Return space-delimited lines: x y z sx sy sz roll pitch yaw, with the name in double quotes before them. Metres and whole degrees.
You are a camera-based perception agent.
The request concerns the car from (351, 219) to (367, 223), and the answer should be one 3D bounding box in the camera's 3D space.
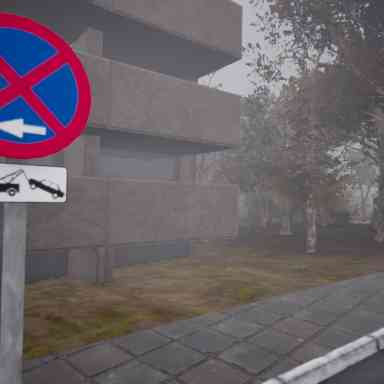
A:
"car" 22.073 3.118 46.042 2.150 2.045 5.566 1 -3 3
